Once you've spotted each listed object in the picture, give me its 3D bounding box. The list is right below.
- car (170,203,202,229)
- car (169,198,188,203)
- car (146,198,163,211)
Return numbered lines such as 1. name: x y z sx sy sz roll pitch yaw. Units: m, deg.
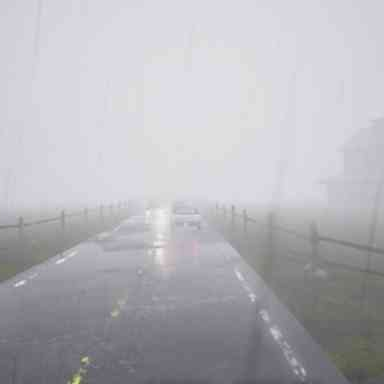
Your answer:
1. car: -0.447 1.606 21.510 1.895 1.301 4.718 0 0 -2
2. car: -1.541 1.524 38.960 1.837 1.490 4.892 0 0 -5
3. car: -4.730 1.529 41.946 1.837 1.490 4.892 0 0 -5
